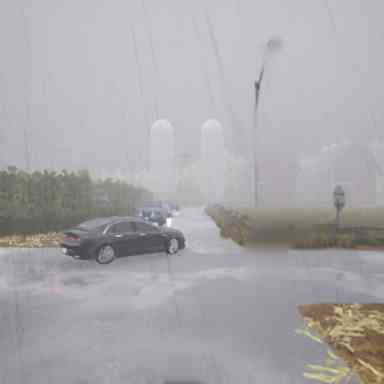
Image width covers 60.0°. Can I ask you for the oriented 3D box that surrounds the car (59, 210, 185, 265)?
[{"bbox_3d":[-2.406,1.689,12.536,4.892,1.490,1.837,1,2,-43],"label":"car"}]

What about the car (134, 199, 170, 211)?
[{"bbox_3d":[-3.210,1.605,26.146,2.150,2.045,5.566,0,-1,0],"label":"car"}]

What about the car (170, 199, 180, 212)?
[{"bbox_3d":[-3.135,2.068,53.258,2.150,2.045,5.566,0,-1,0],"label":"car"}]

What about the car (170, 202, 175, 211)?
[{"bbox_3d":[-3.204,2.124,37.348,1.812,1.442,4.674,0,-1,0],"label":"car"}]
